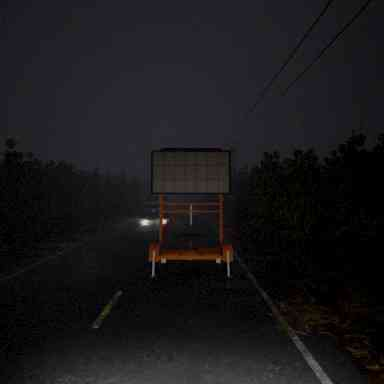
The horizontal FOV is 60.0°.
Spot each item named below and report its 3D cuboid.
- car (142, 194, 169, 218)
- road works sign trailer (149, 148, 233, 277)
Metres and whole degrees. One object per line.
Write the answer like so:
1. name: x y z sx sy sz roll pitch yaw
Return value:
1. car: -3.297 1.221 31.026 2.150 2.045 5.566 0 0 0
2. road works sign trailer: -0.031 0.464 10.200 2.380 3.560 2.880 0 0 0
